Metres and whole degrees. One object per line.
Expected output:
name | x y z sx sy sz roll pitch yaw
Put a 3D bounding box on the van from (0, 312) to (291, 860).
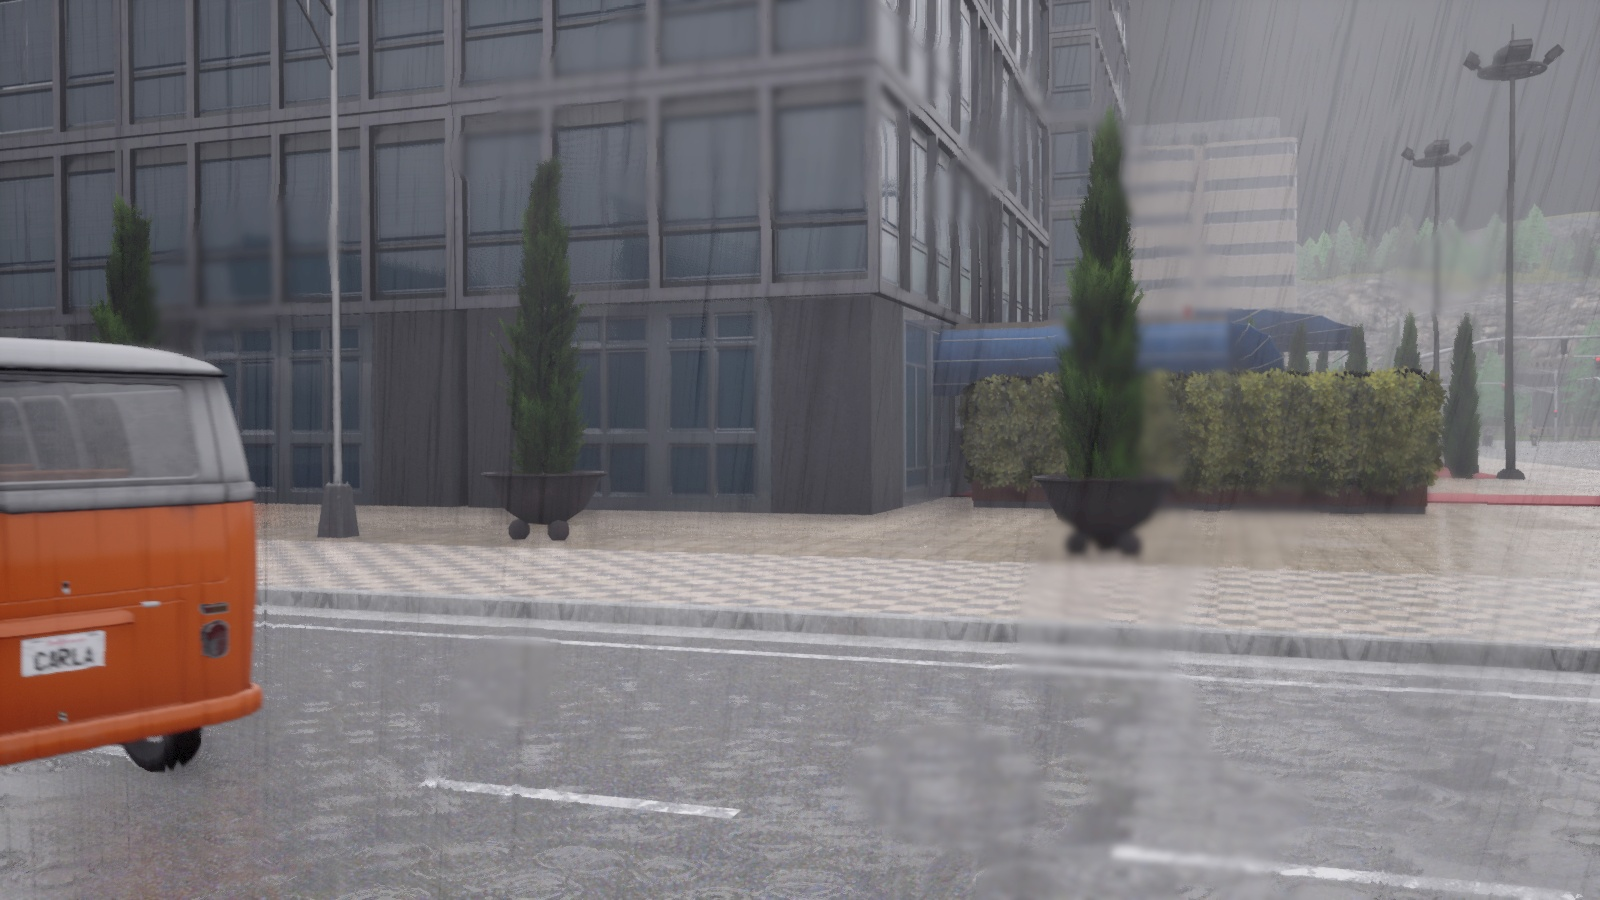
van | -4.522 0.465 6.082 4.442 1.987 1.775 1 1 37
